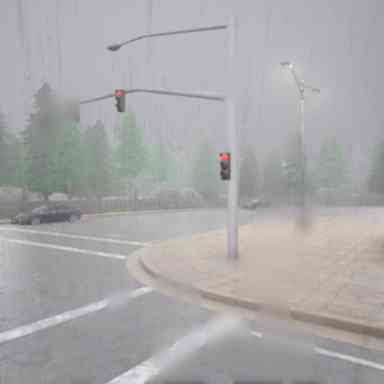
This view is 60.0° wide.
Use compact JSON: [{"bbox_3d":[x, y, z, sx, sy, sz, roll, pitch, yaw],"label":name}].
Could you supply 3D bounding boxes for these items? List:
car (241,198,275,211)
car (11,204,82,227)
[{"bbox_3d":[8.365,1.550,42.086,4.674,1.442,1.812,0,-1,-28],"label":"car"},{"bbox_3d":[-10.341,1.644,23.976,1.837,1.490,4.892,0,1,37],"label":"car"}]
